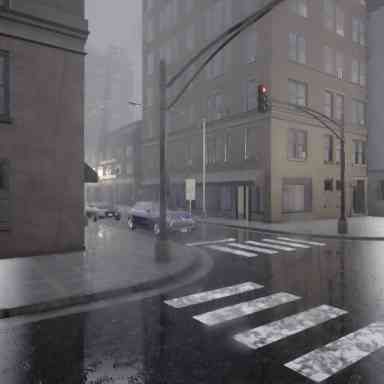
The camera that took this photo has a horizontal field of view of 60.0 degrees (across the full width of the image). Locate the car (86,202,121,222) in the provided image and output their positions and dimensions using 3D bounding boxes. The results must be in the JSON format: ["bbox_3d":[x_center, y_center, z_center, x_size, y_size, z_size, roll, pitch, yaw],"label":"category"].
[{"bbox_3d":[-6.991,1.433,25.336,1.994,1.385,4.181,0,0,-35],"label":"car"}]

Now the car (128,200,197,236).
[{"bbox_3d":[-1.692,1.269,17.936,2.097,1.767,4.553,0,0,-36],"label":"car"}]
